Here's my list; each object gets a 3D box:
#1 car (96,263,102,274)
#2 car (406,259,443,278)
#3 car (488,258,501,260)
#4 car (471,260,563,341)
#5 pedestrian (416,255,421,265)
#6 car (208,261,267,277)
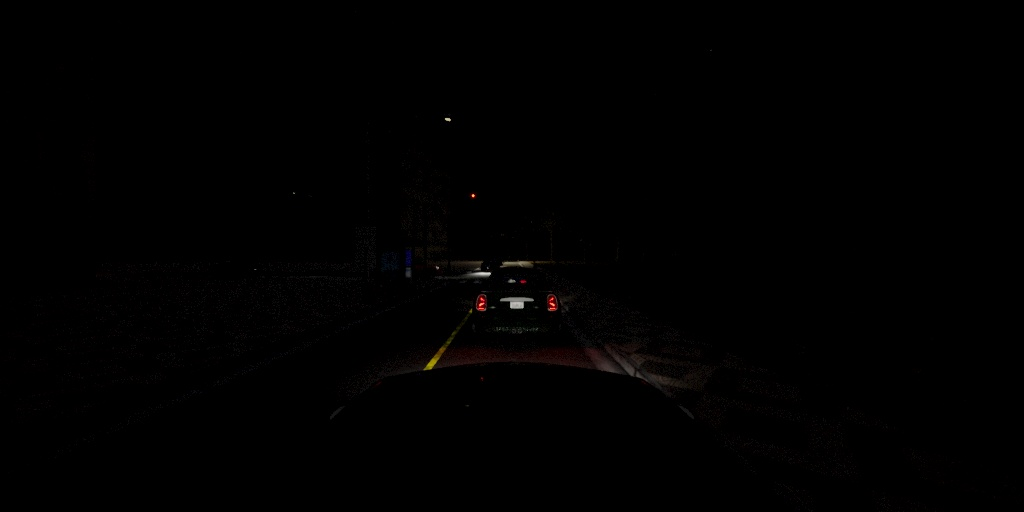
[{"bbox_3d":[-44.294,1.092,36.064,4.892,1.490,1.837,0,1,2],"label":"car"},{"bbox_3d":[-8.516,1.068,32.402,4.553,1.767,2.097,0,0,-5],"label":"car"},{"bbox_3d":[-2.949,1.195,46.214,2.128,1.511,4.902,0,0,0],"label":"car"},{"bbox_3d":[0.117,1.099,10.016,2.097,1.767,4.553,0,0,0],"label":"car"},{"bbox_3d":[-9.965,0.800,38.171,0.375,1.860,0.375,0,0,2],"label":"pedestrian"},{"bbox_3d":[-24.576,1.163,32.354,4.902,1.511,2.128,0,1,2],"label":"car"}]
